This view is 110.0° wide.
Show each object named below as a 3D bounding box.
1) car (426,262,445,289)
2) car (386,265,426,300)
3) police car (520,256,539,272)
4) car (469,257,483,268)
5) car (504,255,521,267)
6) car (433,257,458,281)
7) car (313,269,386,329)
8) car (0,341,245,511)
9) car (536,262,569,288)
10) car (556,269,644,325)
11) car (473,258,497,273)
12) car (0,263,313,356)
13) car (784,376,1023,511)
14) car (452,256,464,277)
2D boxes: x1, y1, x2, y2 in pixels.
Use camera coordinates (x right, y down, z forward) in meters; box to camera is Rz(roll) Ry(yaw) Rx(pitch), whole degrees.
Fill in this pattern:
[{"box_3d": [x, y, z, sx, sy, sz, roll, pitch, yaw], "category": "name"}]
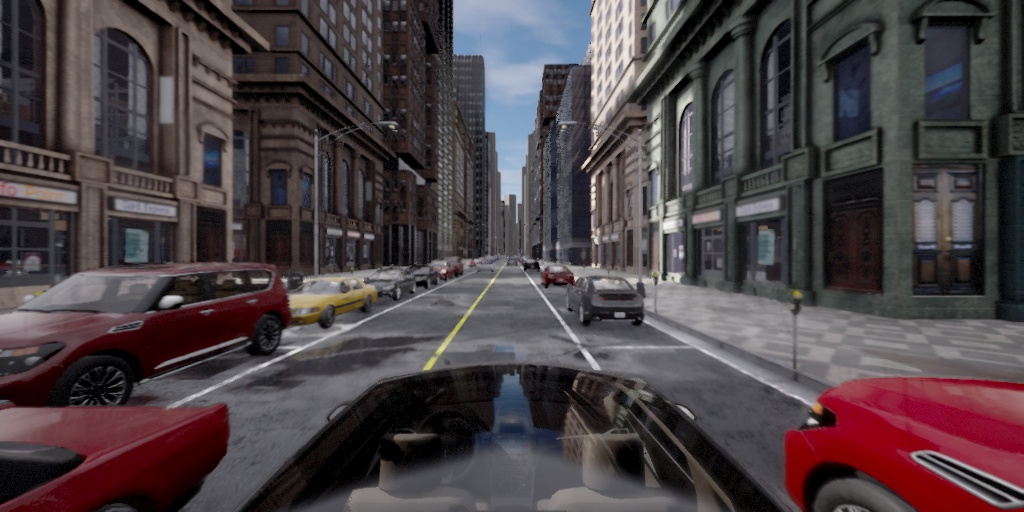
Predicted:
[{"box_3d": [-5.754, 1.251, 22.592, 1.948, 1.339, 4.313, 0, 0, 0], "category": "car"}, {"box_3d": [-5.756, 1.253, 16.990, 2.007, 1.370, 4.403, 0, 0, 0], "category": "car"}, {"box_3d": [2.382, 1.043, 44.392, 1.930, 1.638, 5.238, 0, 0, 0], "category": "police car"}, {"box_3d": [-5.742, 1.166, 56.202, 1.802, 1.307, 4.207, 0, 0, 0], "category": "car"}, {"box_3d": [0.023, 1.057, 62.649, 2.128, 1.511, 4.902, 0, 0, 0], "category": "car"}, {"box_3d": [-5.752, 1.108, 28.194, 1.967, 1.591, 4.097, 0, 0, 0], "category": "car"}, {"box_3d": [-5.759, 1.245, 11.219, 1.751, 1.417, 4.829, 0, 0, 0], "category": "car"}, {"box_3d": [-3.101, 1.355, 0.501, 1.895, 1.301, 4.718, 0, 0, 0], "category": "car"}, {"box_3d": [2.771, 1.230, 22.594, 1.888, 1.381, 4.507, 0, 0, 0], "category": "car"}, {"box_3d": [2.767, 1.270, 11.390, 2.007, 1.370, 4.403, 0, 0, 0], "category": "car"}, {"box_3d": [-3.074, 1.227, 41.816, 1.895, 1.301, 4.718, 0, 0, 0], "category": "car"}, {"box_3d": [-5.761, 1.052, 5.786, 2.192, 1.841, 5.009, 0, 0, 0], "category": "car"}, {"box_3d": [2.763, 1.070, 0.185, 2.192, 1.841, 5.009, 0, 0, 0], "category": "car"}, {"box_3d": [-5.750, 0.965, 33.795, 2.192, 1.841, 5.009, 0, 0, 0], "category": "car"}]
